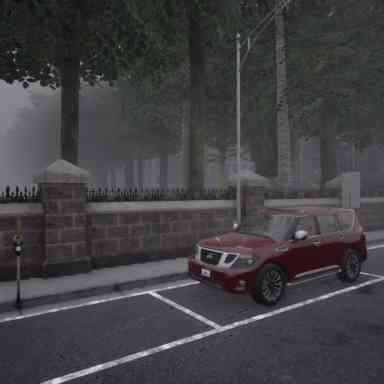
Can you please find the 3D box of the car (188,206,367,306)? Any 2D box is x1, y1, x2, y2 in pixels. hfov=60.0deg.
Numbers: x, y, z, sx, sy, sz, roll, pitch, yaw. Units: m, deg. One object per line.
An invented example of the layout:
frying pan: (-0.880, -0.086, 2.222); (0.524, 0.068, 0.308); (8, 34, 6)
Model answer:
car: (2.326, 1.314, 8.194); (5.009, 1.841, 2.192); (0, 0, -36)
